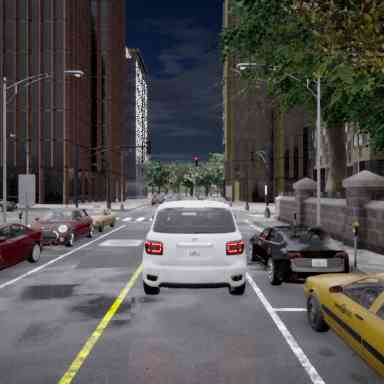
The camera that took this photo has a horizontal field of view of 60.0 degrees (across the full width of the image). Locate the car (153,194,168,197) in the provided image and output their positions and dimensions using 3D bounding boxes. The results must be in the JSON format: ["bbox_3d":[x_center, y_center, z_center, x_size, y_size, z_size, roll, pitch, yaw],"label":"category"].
[{"bbox_3d":[-5.817,1.328,57.573,2.192,1.841,5.009,0,0,0],"label":"car"}]

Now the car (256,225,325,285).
[{"bbox_3d":[2.752,1.566,9.261,1.947,1.339,4.313,0,0,0],"label":"car"}]

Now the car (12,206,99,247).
[{"bbox_3d":[-5.778,1.441,14.709,1.967,1.590,4.097,0,0,0],"label":"car"}]

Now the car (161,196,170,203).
[{"bbox_3d":[-5.832,1.548,73.716,1.752,1.417,4.829,0,0,0],"label":"car"}]

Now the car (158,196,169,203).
[{"bbox_3d":[-5.827,1.601,68.448,1.802,1.307,4.206,0,0,0],"label":"car"}]

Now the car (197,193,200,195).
[{"bbox_3d":[2.689,1.571,79.331,1.887,1.381,4.507,0,0,0],"label":"car"}]

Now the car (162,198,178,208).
[{"bbox_3d":[-3.140,1.573,48.137,1.994,1.385,4.181,0,0,0],"label":"car"}]

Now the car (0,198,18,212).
[{"bbox_3d":[-19.171,1.160,31.609,4.892,1.490,1.837,1,0,0],"label":"car"}]

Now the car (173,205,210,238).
[{"bbox_3d":[0.006,1.527,18.496,1.812,1.442,4.674,0,0,0],"label":"car"}]

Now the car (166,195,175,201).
[{"bbox_3d":[-5.847,1.584,90.199,2.008,1.369,4.403,0,0,0],"label":"car"}]

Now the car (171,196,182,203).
[{"bbox_3d":[-3.077,1.583,68.201,1.994,1.385,4.181,0,0,1],"label":"car"}]

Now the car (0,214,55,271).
[{"bbox_3d":[-5.773,1.545,9.252,1.887,1.381,4.507,0,0,0],"label":"car"}]

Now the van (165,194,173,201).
[{"bbox_3d":[-5.842,1.371,84.761,1.690,1.788,3.998,0,0,0],"label":"van"}]

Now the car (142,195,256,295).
[{"bbox_3d":[0.058,1.222,8.851,2.150,2.045,5.566,0,0,0],"label":"car"}]

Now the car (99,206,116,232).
[{"bbox_3d":[-5.783,1.526,19.995,1.752,1.417,4.829,0,0,0],"label":"car"}]

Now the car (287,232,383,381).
[{"bbox_3d":[2.757,1.525,3.975,1.752,1.417,4.829,0,0,0],"label":"car"}]
